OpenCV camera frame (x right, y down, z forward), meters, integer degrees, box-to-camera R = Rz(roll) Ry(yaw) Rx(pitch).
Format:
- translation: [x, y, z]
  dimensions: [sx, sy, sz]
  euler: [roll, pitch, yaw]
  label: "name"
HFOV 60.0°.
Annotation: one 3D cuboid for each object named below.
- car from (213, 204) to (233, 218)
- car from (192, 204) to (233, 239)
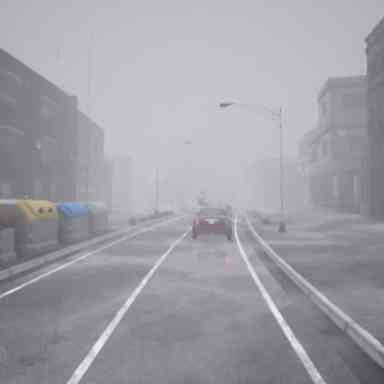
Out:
- translation: [3.560, 2.070, 37.676]
  dimensions: [2.033, 1.411, 5.357]
  euler: [0, -2, 8]
  label: "car"
- translation: [1.230, 1.604, 19.272]
  dimensions: [2.097, 1.767, 4.553]
  euler: [0, -1, 6]
  label: "car"
